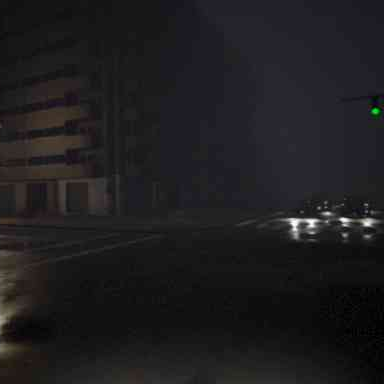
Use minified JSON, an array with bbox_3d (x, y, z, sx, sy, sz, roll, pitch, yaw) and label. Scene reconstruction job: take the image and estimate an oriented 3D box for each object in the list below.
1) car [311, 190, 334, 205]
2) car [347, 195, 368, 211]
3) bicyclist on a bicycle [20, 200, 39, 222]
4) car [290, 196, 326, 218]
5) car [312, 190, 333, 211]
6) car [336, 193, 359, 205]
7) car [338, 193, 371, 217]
[{"bbox_3d":[18.628,0.738,47.730,2.150,2.045,5.566,-1,0,13],"label":"car"},{"bbox_3d":[17.569,1.103,35.186,1.812,1.442,4.674,-1,0,27],"label":"car"},{"bbox_3d":[-12.499,1.440,25.631,0.582,1.620,1.656,-1,0,27],"label":"bicyclist on a bicycle"},{"bbox_3d":[9.275,1.301,26.948,1.994,1.385,4.181,-1,0,28],"label":"car"},{"bbox_3d":[13.255,0.999,34.469,2.097,1.767,4.553,-1,0,28],"label":"car"},{"bbox_3d":[22.190,0.963,47.599,1.837,1.490,4.892,-1,1,12],"label":"car"},{"bbox_3d":[13.401,1.023,27.230,2.097,1.767,4.553,-1,0,28],"label":"car"}]
